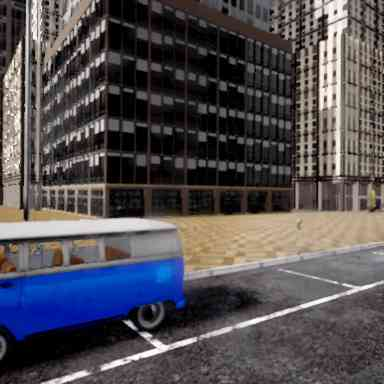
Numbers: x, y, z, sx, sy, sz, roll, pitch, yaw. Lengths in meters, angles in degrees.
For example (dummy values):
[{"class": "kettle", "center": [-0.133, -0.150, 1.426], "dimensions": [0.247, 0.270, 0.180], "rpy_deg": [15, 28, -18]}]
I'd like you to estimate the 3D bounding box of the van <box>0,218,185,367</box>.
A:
[{"class": "van", "center": [-2.018, 1.355, 5.283], "dimensions": [3.998, 1.788, 1.690], "rpy_deg": [1, -1, -36]}]
